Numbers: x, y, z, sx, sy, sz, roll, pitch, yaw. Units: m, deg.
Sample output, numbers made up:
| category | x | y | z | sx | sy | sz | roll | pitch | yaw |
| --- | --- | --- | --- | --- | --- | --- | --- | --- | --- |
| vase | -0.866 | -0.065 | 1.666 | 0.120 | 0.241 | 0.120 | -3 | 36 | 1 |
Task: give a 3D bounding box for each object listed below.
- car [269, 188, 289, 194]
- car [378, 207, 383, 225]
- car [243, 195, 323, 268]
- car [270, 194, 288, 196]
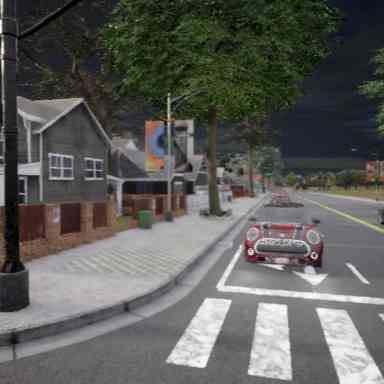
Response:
| category | x | y | z | sx | sy | sz | roll | pitch | yaw |
| --- | --- | --- | --- | --- | --- | --- | --- | --- | --- |
| car | 11.066 | 0.541 | 42.351 | 2.150 | 2.045 | 5.566 | 1 | 1 | 15 |
| car | 11.776 | 1.088 | 18.044 | 2.097 | 1.767 | 4.553 | 1 | 1 | 14 |
| car | 2.958 | 1.157 | 10.773 | 2.097 | 1.767 | 4.553 | 1 | 1 | 16 |
| car | 6.031 | 1.112 | 22.642 | 2.128 | 1.511 | 4.902 | 1 | 1 | 14 |
